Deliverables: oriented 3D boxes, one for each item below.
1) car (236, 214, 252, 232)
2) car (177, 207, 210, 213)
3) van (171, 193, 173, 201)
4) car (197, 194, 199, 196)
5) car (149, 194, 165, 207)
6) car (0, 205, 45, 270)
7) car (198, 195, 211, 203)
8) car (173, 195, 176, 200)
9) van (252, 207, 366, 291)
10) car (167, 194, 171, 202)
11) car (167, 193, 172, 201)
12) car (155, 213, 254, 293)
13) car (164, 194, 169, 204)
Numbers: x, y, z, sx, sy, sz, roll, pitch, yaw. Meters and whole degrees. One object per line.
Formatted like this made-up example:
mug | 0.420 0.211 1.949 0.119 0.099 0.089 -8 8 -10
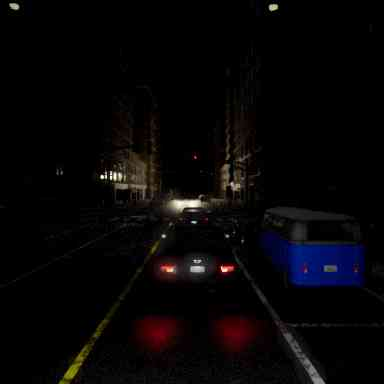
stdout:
car | 2.856 1.562 14.358 1.947 1.339 4.313 0 0 0
car | 0.101 1.557 19.287 1.994 1.385 4.181 0 0 0
van | -5.670 1.304 74.149 1.690 1.788 3.998 0 0 0
car | 2.856 1.515 79.632 2.008 1.369 4.403 0 0 0
car | -5.669 1.493 52.176 1.752 1.417 4.829 0 0 0
car | -5.670 1.313 8.657 2.192 1.841 5.009 0 0 0
car | 2.855 1.403 68.734 1.967 1.590 4.097 0 0 0
car | -5.669 1.515 79.600 2.008 1.369 4.403 0 0 0
van | 2.855 1.339 8.697 1.690 1.788 3.998 0 0 0
car | -5.669 1.508 63.248 1.887 1.381 4.507 0 0 0
car | -5.669 1.508 68.699 1.887 1.381 4.507 0 0 0
car | 0.101 1.546 8.968 2.033 1.411 5.357 0 0 0
car | -5.669 1.516 57.797 2.008 1.369 4.403 0 0 0
